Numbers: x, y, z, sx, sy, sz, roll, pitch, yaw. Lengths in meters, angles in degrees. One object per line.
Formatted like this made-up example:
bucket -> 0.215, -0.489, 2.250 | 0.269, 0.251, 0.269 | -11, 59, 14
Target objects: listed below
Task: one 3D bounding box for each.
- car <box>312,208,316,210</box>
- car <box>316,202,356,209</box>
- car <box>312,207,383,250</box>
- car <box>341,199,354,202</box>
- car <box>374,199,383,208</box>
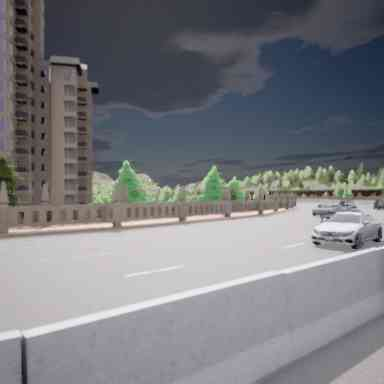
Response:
car -> 13.821, 1.869, 34.478 | 1.895, 1.301, 4.718 | 0, -1, 32
car -> 11.458, 1.723, 25.104 | 2.033, 1.411, 5.357 | 0, -1, 39
car -> 7.151, 1.619, 15.089 | 1.812, 1.442, 4.674 | 0, 0, 44
car -> 28.767, 2.078, 61.540 | 2.128, 1.511, 4.902 | 0, -1, 12
car -> 29.403, 1.792, 50.946 | 2.097, 1.767, 4.553 | 0, -1, 19
